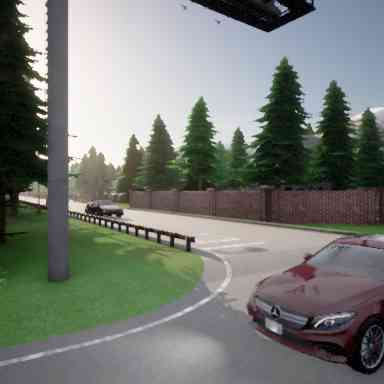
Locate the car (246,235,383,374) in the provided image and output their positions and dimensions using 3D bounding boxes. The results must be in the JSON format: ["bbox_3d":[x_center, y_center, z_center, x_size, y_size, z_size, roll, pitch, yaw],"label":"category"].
[{"bbox_3d":[3.073,1.513,5.653,4.674,1.442,1.812,-1,0,-32],"label":"car"}]

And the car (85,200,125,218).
[{"bbox_3d":[-7.263,1.367,27.189,2.033,1.411,5.357,0,0,-32],"label":"car"}]

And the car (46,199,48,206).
[{"bbox_3d":[-18.545,1.298,45.315,1.882,1.535,5.008,0,0,-32],"label":"car"}]
